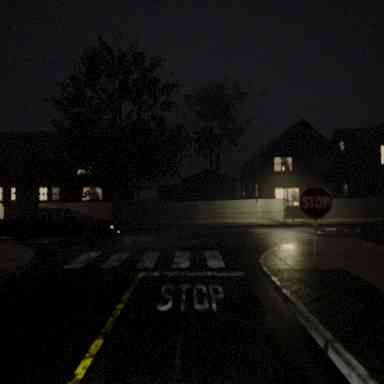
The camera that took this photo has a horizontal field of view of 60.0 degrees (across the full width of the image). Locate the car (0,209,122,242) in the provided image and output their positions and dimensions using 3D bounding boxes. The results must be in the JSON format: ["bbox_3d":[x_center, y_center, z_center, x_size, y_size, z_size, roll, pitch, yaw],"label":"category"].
[{"bbox_3d":[-6.027,1.471,15.199,5.357,1.411,2.033,-1,-1,0],"label":"car"}]
